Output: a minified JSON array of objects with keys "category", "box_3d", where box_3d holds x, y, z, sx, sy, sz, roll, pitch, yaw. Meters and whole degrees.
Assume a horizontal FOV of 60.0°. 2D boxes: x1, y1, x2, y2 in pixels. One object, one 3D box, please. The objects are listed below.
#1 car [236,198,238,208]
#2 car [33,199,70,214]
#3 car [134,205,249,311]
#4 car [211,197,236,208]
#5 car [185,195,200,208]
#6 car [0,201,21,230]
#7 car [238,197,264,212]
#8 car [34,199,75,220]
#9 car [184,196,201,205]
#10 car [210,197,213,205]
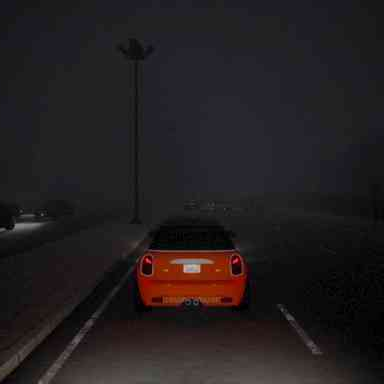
[{"category":"car","box_3d":[7.146,1.547,49.200,2.033,1.411,5.357,0,0,0]},{"category":"car","box_3d":[-15.004,1.505,35.727,1.837,1.490,4.892,0,0,1]},{"category":"car","box_3d":[-0.001,1.352,7.919,2.097,1.767,4.553,0,0,0]},{"category":"car","box_3d":[3.579,1.601,38.915,1.895,1.301,4.718,0,0,0]},{"category":"car","box_3d":[0.146,1.352,49.211,2.097,1.767,4.553,0,0,0]},{"category":"car","box_3d":[-11.584,1.352,17.899,2.097,1.767,4.553,0,0,0]},{"category":"car","box_3d":[7.081,1.352,39.249,2.097,1.767,4.553,0,0,0]},{"category":"car","box_3d":[-11.567,1.492,28.222,2.128,1.511,4.902,0,0,1]},{"category":"car","box_3d":[0.079,1.492,38.825,2.128,1.511,4.902,0,0,0]},{"category":"car","box_3d":[3.646,1.492,49.220,2.128,1.511,4.902,0,0,0]}]
